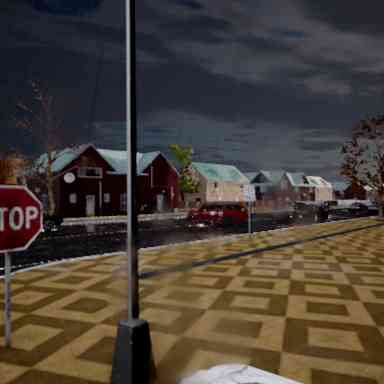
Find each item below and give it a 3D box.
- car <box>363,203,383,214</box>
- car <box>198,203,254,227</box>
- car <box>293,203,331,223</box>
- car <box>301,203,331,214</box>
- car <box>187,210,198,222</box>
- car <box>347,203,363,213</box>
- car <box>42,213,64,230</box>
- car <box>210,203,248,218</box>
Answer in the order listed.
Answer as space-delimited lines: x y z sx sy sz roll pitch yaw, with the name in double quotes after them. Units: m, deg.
25.695 2.215 45.501 2.033 1.411 5.357 -1 -1 43 "car"
2.966 1.678 26.192 2.097 1.767 4.553 -1 -1 43 "car"
10.825 1.886 29.772 1.837 1.490 4.892 -1 -2 43 "car"
17.292 2.223 46.219 2.033 1.411 5.357 -1 -1 43 "car"
1.715 1.868 29.885 1.882 1.535 5.008 -1 -1 43 "car"
24.712 2.283 49.193 2.033 1.411 5.357 -1 -1 43 "car"
-10.893 1.857 21.287 1.895 1.301 4.718 -1 -1 43 "car"
4.195 2.042 37.231 1.812 1.442 4.674 -1 -1 43 "car"
